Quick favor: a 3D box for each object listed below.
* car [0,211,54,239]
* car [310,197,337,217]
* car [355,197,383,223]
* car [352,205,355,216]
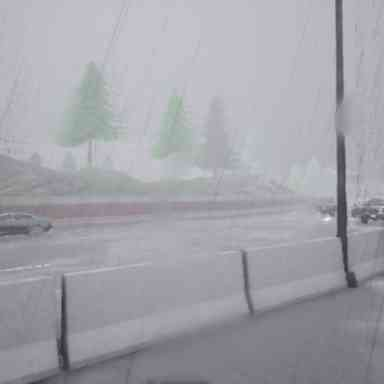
[{"bbox_3d":[-10.246,1.838,18.243,4.902,1.511,2.128,0,-1,-36],"label":"car"},{"bbox_3d":[15.067,1.583,36.834,2.150,2.045,5.566,-1,-1,41],"label":"car"},{"bbox_3d":[15.462,1.444,26.846,2.150,2.045,5.566,-1,-1,44],"label":"car"},{"bbox_3d":[18.858,1.791,35.930,1.882,1.535,5.008,-1,-1,40],"label":"car"}]
